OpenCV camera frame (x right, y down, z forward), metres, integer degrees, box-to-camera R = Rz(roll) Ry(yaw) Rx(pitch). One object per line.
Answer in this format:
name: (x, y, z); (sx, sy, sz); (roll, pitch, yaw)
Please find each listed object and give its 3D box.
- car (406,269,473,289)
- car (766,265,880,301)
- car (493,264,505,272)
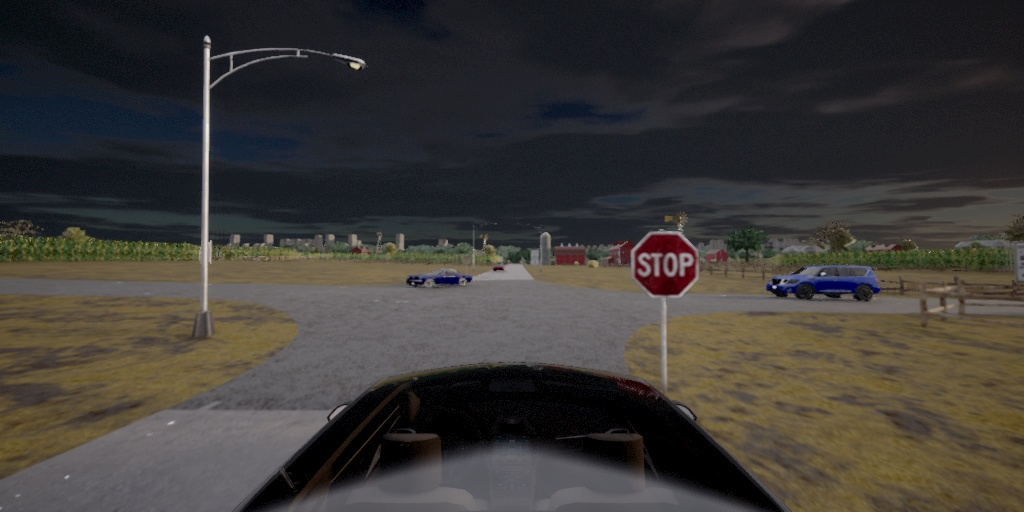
car: (-5.095, 1.574, 25.524); (1.895, 1.301, 4.718); (-1, -2, 41)
car: (18.454, 1.564, 21.386); (5.566, 2.045, 2.150); (1, -2, 1)
car: (-2.082, 1.930, 58.203); (1.895, 1.301, 4.718); (0, -1, 1)
